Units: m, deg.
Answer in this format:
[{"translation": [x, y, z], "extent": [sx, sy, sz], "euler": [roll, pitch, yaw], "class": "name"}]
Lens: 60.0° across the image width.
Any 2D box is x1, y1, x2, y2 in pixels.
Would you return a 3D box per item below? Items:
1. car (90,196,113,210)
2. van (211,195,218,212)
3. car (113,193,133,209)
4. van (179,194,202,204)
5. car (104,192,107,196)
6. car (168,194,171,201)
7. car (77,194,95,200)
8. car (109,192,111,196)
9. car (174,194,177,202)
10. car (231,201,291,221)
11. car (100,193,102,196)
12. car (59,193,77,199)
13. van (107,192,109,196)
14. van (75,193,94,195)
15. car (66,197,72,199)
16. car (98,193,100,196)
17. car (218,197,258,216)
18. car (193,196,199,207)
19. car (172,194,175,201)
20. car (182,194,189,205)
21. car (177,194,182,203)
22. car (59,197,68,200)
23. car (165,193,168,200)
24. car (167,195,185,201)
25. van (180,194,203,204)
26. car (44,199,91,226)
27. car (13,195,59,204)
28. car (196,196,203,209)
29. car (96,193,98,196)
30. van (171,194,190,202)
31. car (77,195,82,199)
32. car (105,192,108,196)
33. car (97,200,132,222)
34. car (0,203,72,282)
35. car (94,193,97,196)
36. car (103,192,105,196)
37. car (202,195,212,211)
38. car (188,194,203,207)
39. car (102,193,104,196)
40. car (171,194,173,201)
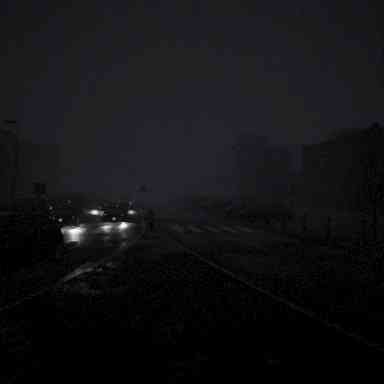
[{"translation": [-11.921, 1.614, 43.847], "extent": [1.895, 1.301, 4.718], "euler": [1, 0, -9], "class": "car"}, {"translation": [4.789, 1.546, 37.199], "extent": [4.442, 1.987, 1.878], "euler": [1, 0, -9], "class": "van"}, {"translation": [-8.967, 1.333, 44.401], "extent": [2.097, 1.767, 4.553], "euler": [1, 0, -9], "class": "car"}, {"translation": [-0.363, 1.444, 70.024], "extent": [4.442, 1.987, 1.878], "euler": [1, 0, -9], "class": "van"}, {"translation": [-20.655, 1.358, 68.337], "extent": [4.892, 1.521, 2.231], "euler": [1, 0, -9], "class": "car"}, {"translation": [-2.307, 1.408, 80.972], "extent": [5.566, 2.045, 2.435], "euler": [1, 0, -9], "class": "car"}, {"translation": [-16.888, 1.406, 46.602], "extent": [5.366, 1.575, 1.946], "euler": [1, 0, -9], "class": "car"}, {"translation": [-22.640, 1.351, 79.187], "extent": [5.366, 1.575, 1.946], "euler": [1, 0, -9], "class": "car"}, {"translation": [-0.956, 1.704, 72.871], "extent": [4.674, 1.452, 2.002], "euler": [1, 0, -9], "class": "car"}, {"translation": [6.223, 1.794, 28.979], "extent": [4.792, 1.488, 2.163], "euler": [1, 0, -9], "class": "car"}, {"translation": [-19.282, 1.242, 60.180], "extent": [4.553, 1.767, 2.185], "euler": [1, 0, -9], "class": "car"}, {"translation": [-15.242, 1.315, 35.691], "extent": [4.553, 1.767, 2.185], "euler": [1, 0, -9], "class": "car"}, {"translation": [-21.460, 1.131, 73.917], "extent": [4.442, 1.987, 1.878], "euler": [1, 0, -9], "class": "van"}, {"translation": [-17.401, 1.173, 49.312], "extent": [4.442, 1.987, 1.878], "euler": [1, 0, -9], "class": "van"}, {"translation": [-14.824, 1.482, 32.965], "extent": [4.674, 1.452, 2.002], "euler": [1, 0, -9], "class": "car"}, {"translation": [-18.895, 1.248, 57.449], "extent": [4.553, 1.767, 2.185], "euler": [1, 0, -9], "class": "car"}, {"translation": [5.404, 1.649, 34.353], "extent": [4.553, 1.767, 2.185], "euler": [1, 0, -9], "class": "car"}, {"translation": [3.126, 1.736, 48.068], "extent": [4.892, 1.521, 2.231], "euler": [1, 0, -9], "class": "car"}, {"translation": [-1.412, 1.691, 75.486], "extent": [4.792, 1.488, 2.163], "euler": [1, 0, -9], "class": "car"}, {"translation": [1.725, 1.451, 56.413], "extent": [5.566, 2.045, 2.435], "euler": [1, 0, -9], "class": "car"}, {"translation": [0.450, 1.428, 64.526], "extent": [5.566, 2.045, 2.435], "euler": [1, 0, -9], "class": "car"}, {"translation": [-14.383, 1.445, 30.245], "extent": [5.008, 1.535, 2.097], "euler": [1, 0, -9], "class": "car"}, {"translation": [-3.658, 1.414, 89.197], "extent": [5.566, 2.045, 2.435], "euler": [1, 0, -9], "class": "car"}, {"translation": [-4.541, 1.677, 94.684], "extent": [4.892, 1.521, 2.231], "euler": [1, 0, -9], "class": "car"}, {"translation": [-0.144, 1.444, 67.246], "extent": [4.442, 1.987, 1.878], "euler": [1, 0, -9], "class": "van"}, {"translation": [-8.694, 1.531, 23.500], "extent": [1.837, 1.490, 4.892], "euler": [1, 0, -9], "class": "car"}, {"translation": [-13.895, 1.318, 27.526], "extent": [4.553, 1.767, 2.185], "euler": [1, 0, -9], "class": "car"}, {"translation": [3.544, 1.745, 45.447], "extent": [5.008, 1.535, 2.097], "euler": [1, 0, -9], "class": "car"}, {"translation": [-18.446, 1.254, 54.729], "extent": [4.553, 1.767, 2.185], "euler": [1, 0, -9], "class": "car"}, {"translation": [-2.845, 1.434, 83.698], "extent": [4.442, 1.987, 1.878], "euler": [1, 0, -9], "class": "van"}, {"translation": [-15.731, 1.435, 38.410], "extent": [4.892, 1.521, 2.231], "euler": [1, 0, -9], "class": "car"}, {"translation": [-21.104, 1.356, 71.056], "extent": [4.892, 1.521, 2.231], "euler": [1, 0, -9], "class": "car"}, {"translation": [-6.309, 1.628, 27.616], "extent": [2.033, 1.411, 5.357], "euler": [1, 0, -10], "class": "car"}, {"translation": [-5.484, 1.359, 9.284], "extent": [2.097, 1.767, 4.553], "euler": [1, -1, 6], "class": "car"}, {"translation": [-17.974, 1.388, 52.013], "extent": [5.008, 1.535, 2.097], "euler": [1, 0, -9], "class": "car"}, {"translation": [-20.207, 1.360, 65.617], "extent": [4.892, 1.521, 2.231], "euler": [1, 0, -9], "class": "car"}, {"translation": [4.052, 1.632, 42.587], "extent": [4.553, 1.767, 2.185], "euler": [1, 0, -9], "class": "car"}, {"translation": [2.702, 1.473, 50.813], "extent": [5.566, 2.045, 2.435], "euler": [1, 0, -9], "class": "car"}, {"translation": [-19.758, 1.364, 62.896], "extent": [4.892, 1.521, 2.231], "euler": [1, 0, -9], "class": "car"}, {"translation": [-1.839, 1.662, 78.231], "extent": [4.892, 1.521, 2.231], "euler": [1, 0, -9], "class": "car"}]
